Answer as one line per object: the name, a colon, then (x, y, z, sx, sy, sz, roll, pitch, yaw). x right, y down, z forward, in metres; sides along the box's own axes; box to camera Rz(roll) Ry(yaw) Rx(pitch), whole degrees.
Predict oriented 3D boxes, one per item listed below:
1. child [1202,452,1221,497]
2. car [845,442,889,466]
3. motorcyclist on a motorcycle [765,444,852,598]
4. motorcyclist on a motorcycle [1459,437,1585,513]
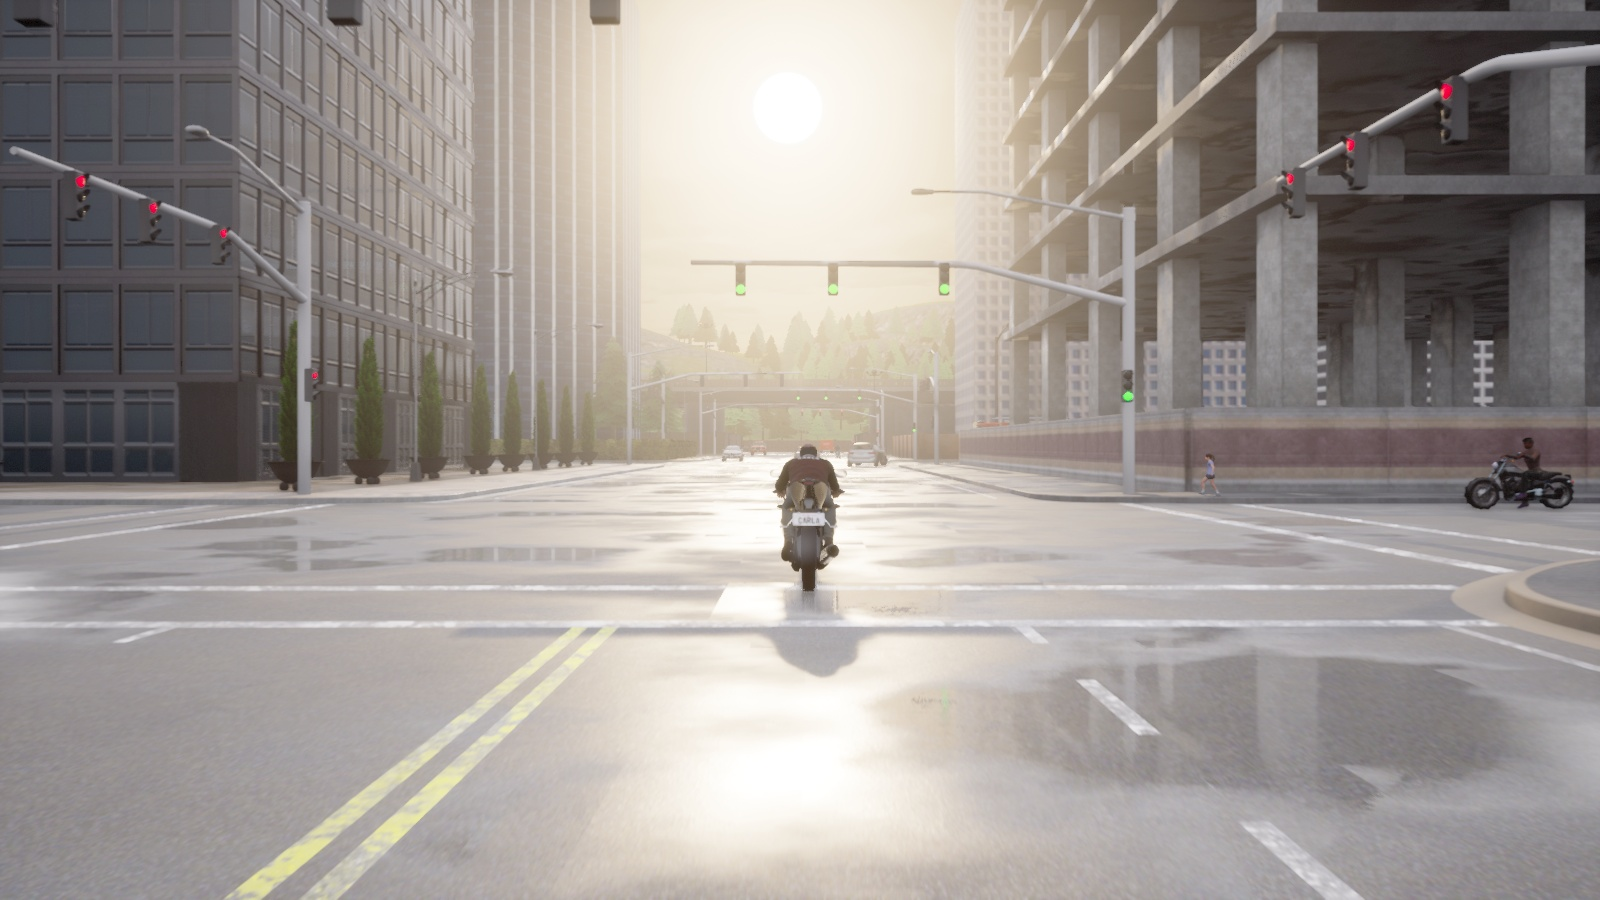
child: (10.221, 0.606, 31.221, 0.394, 1.110, 0.255, 0, 0, 35)
car: (4.819, 0.253, 89.239, 2.242, 1.667, 4.611, 0, 0, 15)
motorcyclist on a motorcycle: (0.092, 0.707, 13.647, 0.866, 1.530, 2.191, 0, 1, 0)
motorcyclist on a motorcycle: (15.919, 0.548, 27.731, 2.350, 1.649, 0.766, 0, 0, 0)
